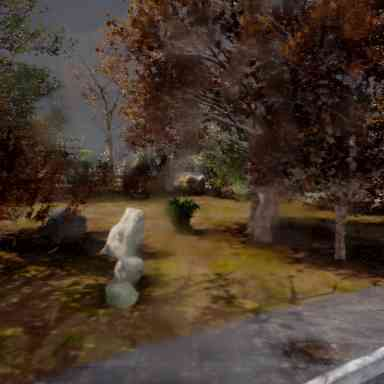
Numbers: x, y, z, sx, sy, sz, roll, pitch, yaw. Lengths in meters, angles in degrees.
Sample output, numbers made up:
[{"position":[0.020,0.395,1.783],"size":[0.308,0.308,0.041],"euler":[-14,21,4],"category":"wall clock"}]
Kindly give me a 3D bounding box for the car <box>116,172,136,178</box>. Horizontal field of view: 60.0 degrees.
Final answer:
[{"position":[-18.131,-4.749,91.435],"size":[2.097,1.535,5.008],"euler":[5,4,41],"category":"car"}]

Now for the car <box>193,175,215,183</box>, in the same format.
[{"position":[2.616,-2.914,73.170],"size":[2.097,1.535,5.008],"euler":[5,4,41],"category":"car"}]

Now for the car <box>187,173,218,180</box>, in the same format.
[{"position":[2.000,-2.005,56.027],"size":[1.946,1.575,5.366],"euler":[6,4,41],"category":"car"}]

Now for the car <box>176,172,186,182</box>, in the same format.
[{"position":[0.260,-2.203,58.054],"size":[1.946,1.575,5.366],"euler":[6,4,41],"category":"car"}]

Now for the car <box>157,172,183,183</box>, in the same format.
[{"position":[-3.989,-2.709,61.590],"size":[2.185,1.767,4.553],"euler":[5,4,41],"category":"car"}]

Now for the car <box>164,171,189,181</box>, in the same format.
[{"position":[-3.617,-3.715,78.613],"size":[2.435,2.045,5.566],"euler":[5,4,41],"category":"car"}]

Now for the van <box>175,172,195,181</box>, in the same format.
[{"position":[-1.603,-3.505,76.721],"size":[1.878,1.987,4.442],"euler":[5,4,41],"category":"van"}]

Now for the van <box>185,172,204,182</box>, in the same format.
[{"position":[0.625,-3.324,75.068],"size":[1.878,1.987,4.442],"euler":[5,4,41],"category":"van"}]

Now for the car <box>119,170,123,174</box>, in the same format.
[{"position":[-16.606,-3.690,72.420],"size":[1.946,1.575,5.366],"euler":[5,4,41],"category":"car"}]
